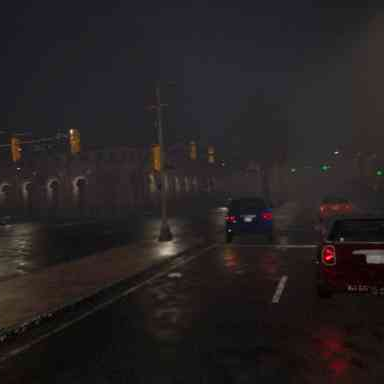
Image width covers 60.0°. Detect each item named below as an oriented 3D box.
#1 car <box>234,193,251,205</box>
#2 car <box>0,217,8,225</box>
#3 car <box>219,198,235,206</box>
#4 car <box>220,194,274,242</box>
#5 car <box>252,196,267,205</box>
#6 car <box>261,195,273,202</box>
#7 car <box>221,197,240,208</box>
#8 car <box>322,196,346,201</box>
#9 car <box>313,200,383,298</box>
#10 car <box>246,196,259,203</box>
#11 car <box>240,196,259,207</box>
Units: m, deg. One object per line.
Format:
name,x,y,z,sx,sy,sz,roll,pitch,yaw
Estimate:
car,10.109,1.383,65.886,2.150,2.045,5.566,-3,-1,21
car,-23.816,3.246,38.989,4.674,1.442,1.812,-3,-1,21
car,7.052,1.934,66.917,1.895,1.301,4.718,-3,-1,21
car,2.915,1.248,16.851,2.150,2.045,5.566,-3,0,11
car,12.748,1.550,62.952,1.994,1.385,4.181,-3,-1,21
car,16.339,1.416,72.329,1.812,1.442,4.674,-3,-1,21
car,6.628,1.744,56.765,2.128,1.511,4.902,-3,-1,21
car,9.939,1.062,23.287,2.097,1.767,4.553,-3,-1,21
car,4.096,1.216,8.032,2.097,1.767,4.553,-3,-1,21
car,13.706,1.619,75.222,1.994,1.385,4.181,-3,-1,21
car,9.541,1.562,54.645,2.128,1.511,4.902,-3,-1,21
